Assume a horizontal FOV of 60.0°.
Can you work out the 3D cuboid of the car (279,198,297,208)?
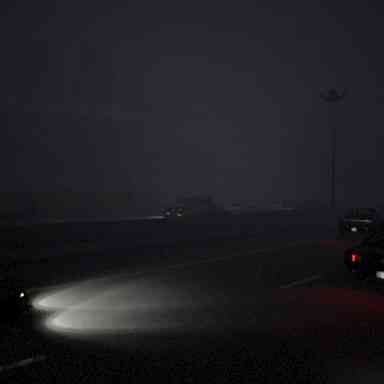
[{"bbox_3d":[16.767,1.847,57.193,1.882,1.535,5.008,0,0,29],"label":"car"}]

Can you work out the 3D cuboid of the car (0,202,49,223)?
[{"bbox_3d":[-13.406,1.560,24.846,5.008,1.535,1.882,0,0,-41],"label":"car"}]

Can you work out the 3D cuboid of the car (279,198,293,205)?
[{"bbox_3d":[19.895,2.045,70.262,1.895,1.301,4.718,0,0,28],"label":"car"}]

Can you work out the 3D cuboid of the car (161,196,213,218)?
[{"bbox_3d":[-0.168,1.374,28.460,2.150,2.045,5.566,0,0,38],"label":"car"}]

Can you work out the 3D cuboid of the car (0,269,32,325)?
[{"bbox_3d":[-5.209,1.552,4.479,5.357,1.411,2.033,0,0,-35],"label":"car"}]

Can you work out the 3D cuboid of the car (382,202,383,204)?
[{"bbox_3d":[19.644,1.742,33.021,2.128,1.511,4.902,0,0,30],"label":"car"}]

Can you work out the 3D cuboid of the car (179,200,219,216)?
[{"bbox_3d":[0.840,1.687,35.884,2.128,1.511,4.902,0,0,33],"label":"car"}]

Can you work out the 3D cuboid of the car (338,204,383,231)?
[{"bbox_3d":[9.468,1.624,18.037,2.128,1.511,4.902,0,0,40],"label":"car"}]

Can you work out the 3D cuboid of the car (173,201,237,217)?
[{"bbox_3d":[1.057,1.661,24.556,1.812,1.442,4.674,0,0,40],"label":"car"}]

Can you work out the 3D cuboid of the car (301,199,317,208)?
[{"bbox_3d":[18.982,1.838,53.958,1.882,1.535,5.008,0,0,29],"label":"car"}]

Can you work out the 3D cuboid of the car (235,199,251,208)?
[{"bbox_3d":[8.487,1.882,56.641,2.033,1.411,5.357,0,0,29],"label":"car"}]

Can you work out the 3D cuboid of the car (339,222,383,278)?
[{"bbox_3d":[6.111,1.674,9.316,4.718,1.301,1.895,1,0,-43],"label":"car"}]
